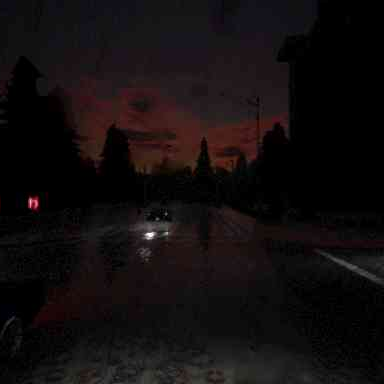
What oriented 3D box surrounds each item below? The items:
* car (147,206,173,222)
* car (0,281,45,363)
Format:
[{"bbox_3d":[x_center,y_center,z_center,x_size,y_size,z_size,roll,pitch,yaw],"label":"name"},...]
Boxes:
[{"bbox_3d":[-2.794,1.917,29.560,1.895,1.301,4.718,0,0,1],"label":"car"},{"bbox_3d":[-3.385,1.653,3.226,1.895,1.301,4.718,0,-1,1],"label":"car"}]
